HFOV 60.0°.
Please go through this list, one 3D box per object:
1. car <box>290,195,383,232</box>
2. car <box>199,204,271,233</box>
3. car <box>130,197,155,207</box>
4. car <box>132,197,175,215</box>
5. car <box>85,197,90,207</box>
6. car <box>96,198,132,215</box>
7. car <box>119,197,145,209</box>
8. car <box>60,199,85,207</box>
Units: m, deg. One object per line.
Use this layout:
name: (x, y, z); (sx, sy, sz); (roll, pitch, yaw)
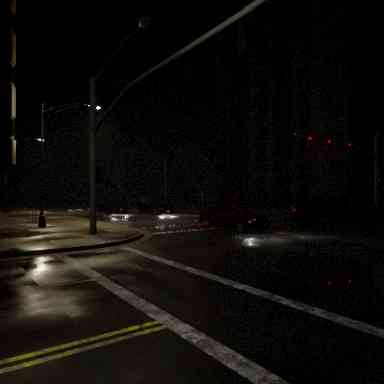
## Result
car: (8.890, 1.224, 20.270); (5.566, 2.045, 2.150); (0, 1, 30)
car: (2.444, 1.477, 19.889); (1.882, 1.535, 5.008); (0, 0, -36)
car: (-7.830, 1.526, 52.079); (1.812, 1.442, 4.674); (0, 0, -37)
car: (-3.862, 1.547, 34.467); (2.033, 1.411, 5.357); (0, 0, -36)
car: (-14.595, 1.555, 49.333); (1.837, 1.490, 4.892); (0, 0, -36)
car: (-8.155, 1.564, 34.420); (1.994, 1.385, 4.181); (0, 0, -36)
car: (-8.527, 1.526, 47.086); (1.812, 1.442, 4.674); (0, 0, -36)
car: (-17.421, 1.194, 47.269); (2.033, 1.411, 5.357); (0, 0, -36)
